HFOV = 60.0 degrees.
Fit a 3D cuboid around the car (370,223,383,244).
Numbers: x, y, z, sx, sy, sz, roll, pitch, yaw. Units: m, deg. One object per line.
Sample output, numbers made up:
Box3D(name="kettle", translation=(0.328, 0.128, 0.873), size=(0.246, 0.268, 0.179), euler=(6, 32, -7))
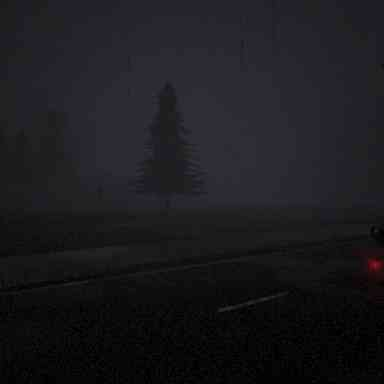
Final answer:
Box3D(name="car", translation=(10.379, 1.775, 15.494), size=(4.718, 1.301, 1.895), euler=(1, 0, -35))
